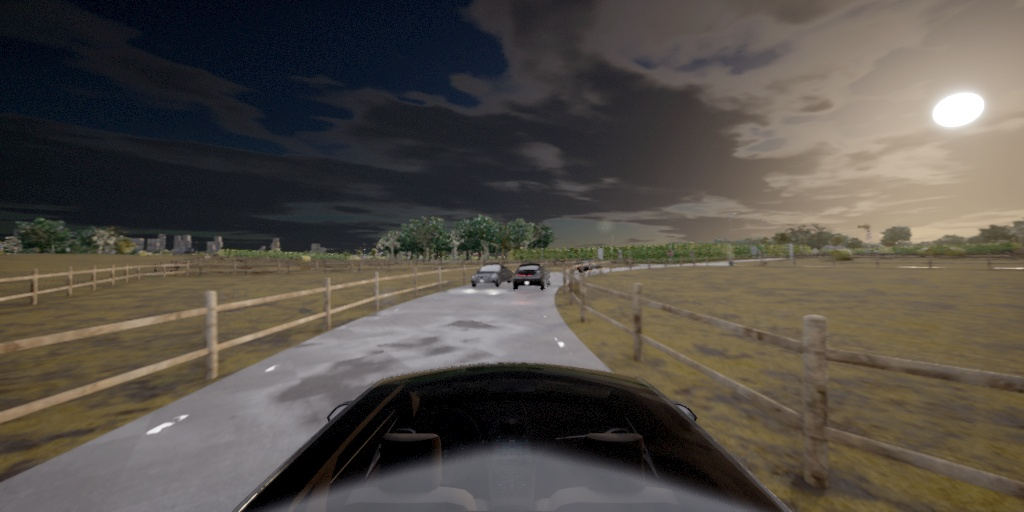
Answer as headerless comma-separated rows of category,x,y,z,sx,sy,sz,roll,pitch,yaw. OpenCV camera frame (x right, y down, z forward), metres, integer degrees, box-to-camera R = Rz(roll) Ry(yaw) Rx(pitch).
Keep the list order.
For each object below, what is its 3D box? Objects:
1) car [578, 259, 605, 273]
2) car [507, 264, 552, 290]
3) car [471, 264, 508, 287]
car,8.858,1.098,39.836,1.837,1.490,4.892,-2,-1,33
car,1.293,1.206,22.099,1.837,1.490,4.892,-1,0,11
car,-1.286,1.285,24.379,1.812,1.442,4.674,-1,0,14
